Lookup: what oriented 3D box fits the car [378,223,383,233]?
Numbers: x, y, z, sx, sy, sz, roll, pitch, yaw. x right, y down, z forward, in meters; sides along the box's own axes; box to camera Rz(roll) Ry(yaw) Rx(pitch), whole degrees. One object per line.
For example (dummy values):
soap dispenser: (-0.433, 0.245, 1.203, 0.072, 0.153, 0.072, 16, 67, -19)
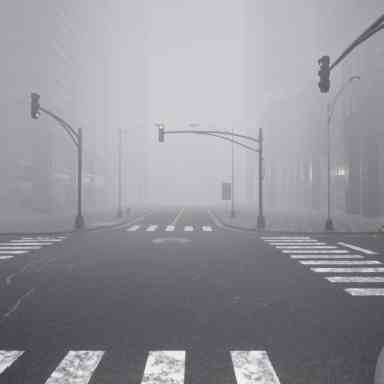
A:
car: (11.754, 1.564, 16.231, 4.829, 1.417, 1.752, 0, -1, 0)
